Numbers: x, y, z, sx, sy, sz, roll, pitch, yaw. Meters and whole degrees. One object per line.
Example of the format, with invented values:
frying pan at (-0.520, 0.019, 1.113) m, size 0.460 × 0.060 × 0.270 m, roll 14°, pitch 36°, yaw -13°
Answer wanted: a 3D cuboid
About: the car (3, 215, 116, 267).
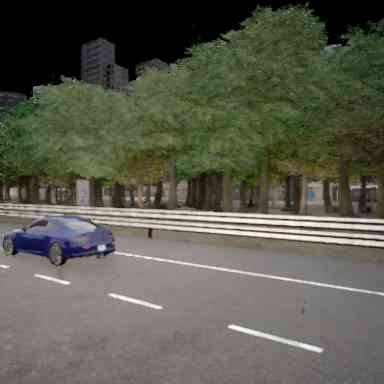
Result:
car at (-4.621, 1.537, 11.457) m, size 4.674 × 1.442 × 1.812 m, roll 0°, pitch 0°, yaw 35°
